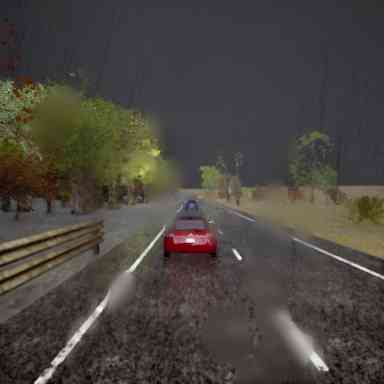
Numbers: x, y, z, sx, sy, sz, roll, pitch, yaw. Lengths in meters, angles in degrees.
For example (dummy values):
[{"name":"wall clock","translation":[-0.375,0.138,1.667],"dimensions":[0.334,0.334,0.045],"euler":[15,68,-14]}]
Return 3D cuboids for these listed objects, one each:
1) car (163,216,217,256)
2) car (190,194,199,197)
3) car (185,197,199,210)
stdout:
[{"name":"car","translation":[-0.060,1.667,13.539],"dimensions":[1.994,1.385,4.181],"euler":[0,0,0]},{"name":"car","translation":[-0.050,1.905,80.008],"dimensions":[2.097,1.767,4.553],"euler":[0,0,0]},{"name":"car","translation":[-0.055,1.872,48.279],"dimensions":[1.812,1.442,4.674],"euler":[0,0,0]}]
